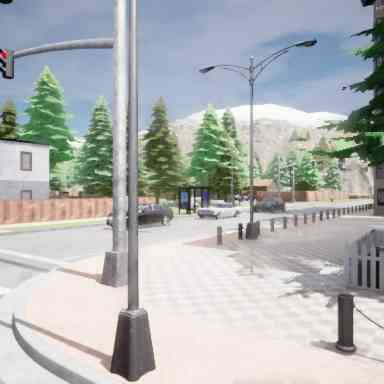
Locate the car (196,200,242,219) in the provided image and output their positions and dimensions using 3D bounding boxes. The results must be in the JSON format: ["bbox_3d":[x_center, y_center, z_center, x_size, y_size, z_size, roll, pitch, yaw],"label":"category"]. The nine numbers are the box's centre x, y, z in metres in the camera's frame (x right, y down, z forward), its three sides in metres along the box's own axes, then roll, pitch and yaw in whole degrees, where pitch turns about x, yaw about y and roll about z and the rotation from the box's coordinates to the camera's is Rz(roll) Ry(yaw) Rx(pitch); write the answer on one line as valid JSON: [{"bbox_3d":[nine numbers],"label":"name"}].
[{"bbox_3d":[2.413,1.587,28.615,1.895,1.301,4.718,0,0,37],"label":"car"}]

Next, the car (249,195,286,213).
[{"bbox_3d":[8.607,1.338,36.722,2.097,1.767,4.553,0,0,38],"label":"car"}]

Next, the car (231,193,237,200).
[{"bbox_3d":[10.742,1.150,79.112,1.905,1.878,3.866,0,0,36],"label":"car"}]

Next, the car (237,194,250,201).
[{"bbox_3d":[13.007,1.148,77.952,1.932,1.855,4.605,0,0,36],"label":"car"}]

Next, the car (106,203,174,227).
[{"bbox_3d":[-3.208,1.478,21.226,2.128,1.511,4.902,0,0,37],"label":"car"}]
